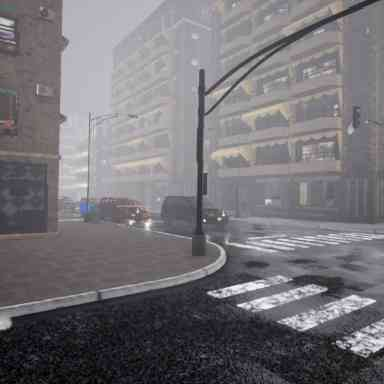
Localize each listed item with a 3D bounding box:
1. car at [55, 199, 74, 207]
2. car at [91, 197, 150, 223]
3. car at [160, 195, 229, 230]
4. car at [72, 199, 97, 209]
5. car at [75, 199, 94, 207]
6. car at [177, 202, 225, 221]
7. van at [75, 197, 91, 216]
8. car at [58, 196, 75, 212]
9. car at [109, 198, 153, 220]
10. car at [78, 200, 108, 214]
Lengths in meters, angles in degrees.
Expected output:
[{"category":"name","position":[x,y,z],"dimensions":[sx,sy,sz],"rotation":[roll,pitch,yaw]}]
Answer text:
[{"category":"car","position":[-22.539,1.848,58.613],"dimensions":[1.895,1.301,4.718],"rotation":[1,-1,-36]},{"category":"car","position":[-5.583,1.310,25.437],"dimensions":[2.192,1.841,5.009],"rotation":[1,-1,-35]},{"category":"car","position":[0.010,1.249,21.827],"dimensions":[2.150,2.045,5.566],"rotation":[1,-1,-36]},{"category":"car","position":[-16.147,1.751,49.628],"dimensions":[2.033,1.411,5.357],"rotation":[1,-1,-35]},{"category":"car","position":[-18.557,1.867,57.262],"dimensions":[1.802,1.307,4.206],"rotation":[1,-1,-35]},{"category":"car","position":[0.735,1.686,30.141],"dimensions":[1.752,1.417,4.829],"rotation":[1,-1,-35]},{"category":"van","position":[-8.815,1.355,29.980],"dimensions":[1.690,1.788,3.998],"rotation":[1,-1,-35]},{"category":"car","position":[-15.279,1.369,39.068],"dimensions":[2.192,1.841,5.009],"rotation":[1,-1,-35]},{"category":"car","position":[-5.564,1.410,29.672],"dimensions":[2.097,1.767,4.553],"rotation":[1,-1,-35]},{"category":"car","position":[-11.301,1.657,37.755],"dimensions":[1.994,1.385,4.181],"rotation":[1,-1,-35]}]
